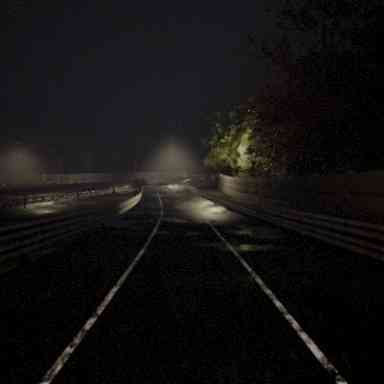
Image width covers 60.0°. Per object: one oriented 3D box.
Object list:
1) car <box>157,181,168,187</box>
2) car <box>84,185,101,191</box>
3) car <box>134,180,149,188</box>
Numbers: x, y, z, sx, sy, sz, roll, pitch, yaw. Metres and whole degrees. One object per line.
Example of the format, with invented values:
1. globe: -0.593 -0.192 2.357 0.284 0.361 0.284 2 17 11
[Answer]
1. car: -8.115 -2.230 92.341 1.837 1.490 4.892 1 4 19
2. car: -21.853 -0.839 73.368 1.994 1.385 4.181 1 4 18
3. car: -13.347 -2.171 87.756 2.150 2.045 5.566 1 4 19
